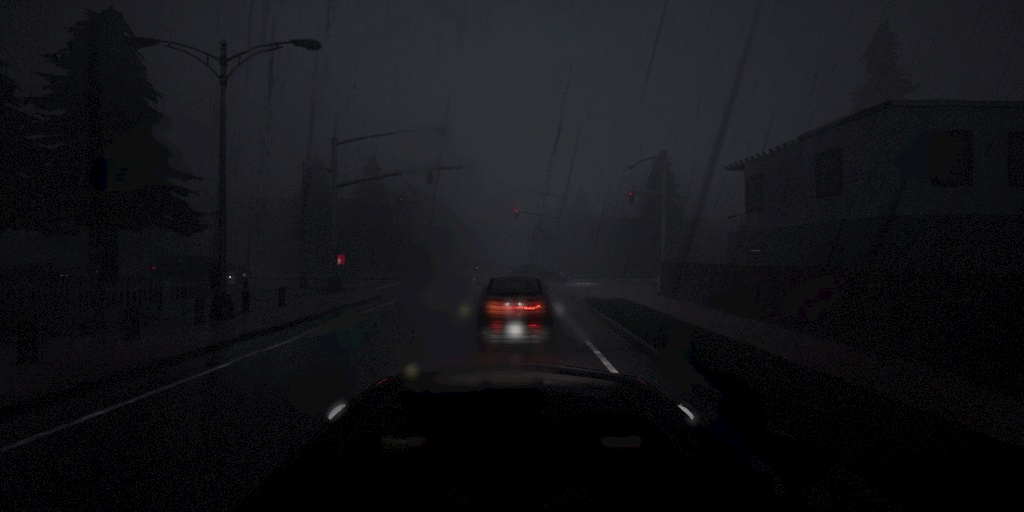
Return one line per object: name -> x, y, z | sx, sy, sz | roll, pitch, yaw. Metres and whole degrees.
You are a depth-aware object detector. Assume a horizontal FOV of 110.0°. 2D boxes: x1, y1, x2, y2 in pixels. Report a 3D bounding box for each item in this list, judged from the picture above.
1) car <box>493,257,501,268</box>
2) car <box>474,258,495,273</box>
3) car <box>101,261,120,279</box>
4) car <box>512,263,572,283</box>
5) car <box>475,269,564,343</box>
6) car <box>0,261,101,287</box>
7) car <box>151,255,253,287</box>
car -> -3.441, 1.294, 61.384 | 2.033, 1.411, 5.357 | 0, 0, 0
car -> -3.505, 1.251, 43.846 | 1.837, 1.490, 4.892 | 0, 0, 0
car -> -32.878, 1.290, 27.362 | 4.674, 1.442, 1.812 | 0, 0, -2
car -> 2.024, 1.266, 26.222 | 4.674, 1.442, 1.812 | 0, 1, 30
car -> 0.093, 1.254, 9.698 | 1.837, 1.490, 4.892 | 0, 0, 0
car -> -31.102, 1.255, 23.733 | 4.902, 1.511, 2.128 | 0, 0, -1
car -> -20.664, 0.985, 24.009 | 5.566, 2.045, 2.150 | 0, 0, -1
